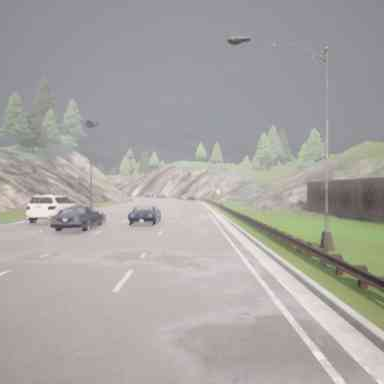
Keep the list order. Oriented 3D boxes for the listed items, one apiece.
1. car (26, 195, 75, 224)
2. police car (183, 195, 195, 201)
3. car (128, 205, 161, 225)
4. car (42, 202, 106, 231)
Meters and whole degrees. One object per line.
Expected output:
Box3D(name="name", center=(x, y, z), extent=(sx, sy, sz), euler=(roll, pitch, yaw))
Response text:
Box3D(name="car", center=(-10.360, 1.251, 25.163), extent=(2.150, 2.045, 5.566), euler=(0, 0, 0))
Box3D(name="police car", center=(-0.362, 1.526, 87.753), extent=(1.930, 1.638, 5.238), euler=(0, 0, -8))
Box3D(name="car", center=(-3.364, 1.629, 24.458), extent=(1.895, 1.301, 4.718), euler=(0, 0, 0))
Box3D(name="car", center=(-6.884, 1.572, 20.560), extent=(2.033, 1.411, 5.357), euler=(0, 0, 0))
